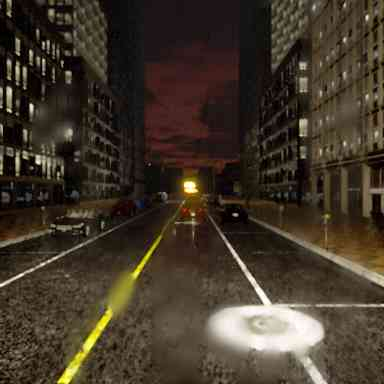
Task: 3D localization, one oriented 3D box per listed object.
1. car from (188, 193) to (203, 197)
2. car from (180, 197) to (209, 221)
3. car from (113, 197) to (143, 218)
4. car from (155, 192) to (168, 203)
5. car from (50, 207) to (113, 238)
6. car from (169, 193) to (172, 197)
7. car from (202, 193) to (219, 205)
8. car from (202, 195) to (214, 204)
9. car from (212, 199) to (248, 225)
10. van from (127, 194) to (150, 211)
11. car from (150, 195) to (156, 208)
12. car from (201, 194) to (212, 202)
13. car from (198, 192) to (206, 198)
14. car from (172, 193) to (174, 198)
[{"bbox_3d":[0.083,1.251,41.161,1.837,1.490,4.892,0,0,0],"label":"car"},{"bbox_3d":[0.087,1.373,25.101,1.812,1.442,4.674,0,0,0],"label":"car"},{"bbox_3d":[-5.699,1.372,28.331,1.887,1.381,4.507,0,0,0],"label":"car"},{"bbox_3d":[-5.710,1.086,56.790,1.967,1.590,4.097,0,0,0],"label":"car"},{"bbox_3d":[-5.694,1.448,16.947,2.008,1.369,4.403,0,0,0],"label":"car"},{"bbox_3d":[-5.715,1.136,68.177,1.947,1.339,4.313,0,0,0],"label":"car"},{"bbox_3d":[2.676,1.160,45.396,1.967,1.590,4.097,0,0,0],"label":"car"},{"bbox_3d":[2.670,1.228,56.781,1.802,1.307,4.206,0,0,0],"label":"car"},{"bbox_3d":[2.684,1.429,22.630,1.947,1.339,4.313,0,0,0],"label":"car"},{"bbox_3d":[-5.700,1.133,34.023,1.690,1.788,3.998,0,0,0],"label":"van"},{"bbox_3d":[-5.704,1.338,39.716,1.802,1.307,4.206,0,0,0],"label":"car"},{"bbox_3d":[2.668,1.132,62.643,1.752,1.417,4.829,0,0,0],"label":"car"},{"bbox_3d":[2.657,0.858,90.931,1.967,1.590,4.097,0,0,0],"label":"car"},{"bbox_3d":[-5.724,0.945,90.773,1.752,1.417,4.829,0,0,0],"label":"car"}]
